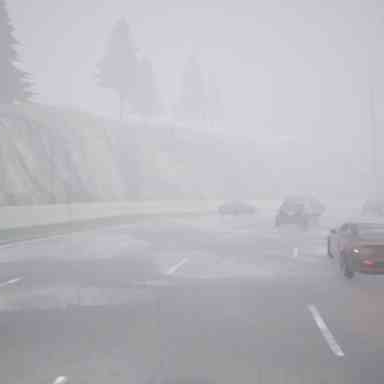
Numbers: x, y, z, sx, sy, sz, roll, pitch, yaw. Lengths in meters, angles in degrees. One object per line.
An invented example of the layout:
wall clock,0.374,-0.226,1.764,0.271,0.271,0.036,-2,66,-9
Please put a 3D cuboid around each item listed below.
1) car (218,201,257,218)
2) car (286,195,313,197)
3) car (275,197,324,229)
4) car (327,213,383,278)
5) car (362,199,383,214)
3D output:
car,4.343,1.549,31.027,2.128,1.511,4.902,0,0,38
car,11.090,1.345,33.081,2.150,2.045,5.566,0,0,45
car,7.320,1.434,22.808,2.097,1.767,4.553,1,0,32
car,5.257,1.581,9.942,1.812,1.442,4.674,0,0,15
car,20.431,1.567,36.003,4.553,1.767,2.097,1,0,-34
